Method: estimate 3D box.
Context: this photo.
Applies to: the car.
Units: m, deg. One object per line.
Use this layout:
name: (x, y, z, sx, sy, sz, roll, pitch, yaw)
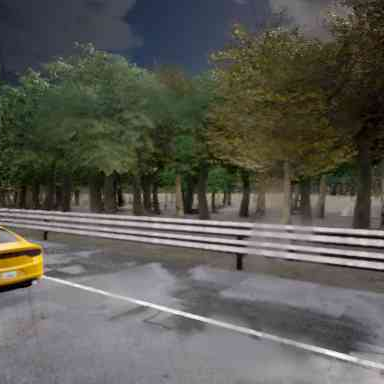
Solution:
car: (-5.609, 1.483, 7.996, 5.008, 1.535, 1.882, 0, 0, 35)
